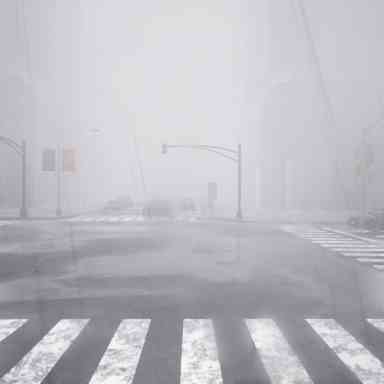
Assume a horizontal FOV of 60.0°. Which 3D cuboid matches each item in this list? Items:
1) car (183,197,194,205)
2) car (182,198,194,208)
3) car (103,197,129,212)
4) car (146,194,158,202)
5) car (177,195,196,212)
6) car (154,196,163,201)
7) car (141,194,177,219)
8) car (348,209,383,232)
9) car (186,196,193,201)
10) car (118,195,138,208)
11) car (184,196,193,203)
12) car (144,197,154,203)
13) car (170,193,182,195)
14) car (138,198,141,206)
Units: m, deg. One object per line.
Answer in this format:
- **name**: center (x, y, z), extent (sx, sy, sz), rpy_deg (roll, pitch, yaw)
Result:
- **car**: center (-0.650, 1.603, 60.728), extent (1.887, 1.381, 4.507), rpy_deg (0, 0, 0)
- **car**: center (-0.597, 1.614, 49.878), extent (1.802, 1.307, 4.206), rpy_deg (0, 0, 0)
- **car**: center (-9.070, 1.574, 38.990), extent (1.947, 1.339, 4.313), rpy_deg (0, 0, 0)
- **car**: center (-9.254, 1.417, 76.973), extent (2.192, 1.841, 5.009), rpy_deg (0, 0, 0)
- **car**: center (-0.545, 1.448, 39.029), extent (1.967, 1.590, 4.097), rpy_deg (0, 0, 0)
- **car**: center (-9.332, 1.696, 93.249), extent (1.887, 1.381, 4.507), rpy_deg (0, 0, 0)
- **car**: center (-3.004, 1.337, 29.069), extent (2.097, 1.767, 4.553), rpy_deg (0, 0, -14)
- **car**: center (12.176, 1.759, 20.995), extent (4.181, 1.385, 1.994), rpy_deg (1, 0, 1)
- **car**: center (-0.808, 1.696, 93.278), extent (1.887, 1.381, 4.507), rpy_deg (0, 0, 0)
- **car**: center (-9.097, 1.335, 44.417), extent (2.192, 1.841, 5.009), rpy_deg (0, 0, 0)
- **car**: center (-0.703, 1.613, 71.748), extent (1.752, 1.417, 4.829), rpy_deg (0, 0, 0)
- **car**: center (-9.227, 1.669, 71.546), extent (1.802, 1.307, 4.206), rpy_deg (0, 0, 0)
- **car**: center (-3.481, 1.559, 75.608), extent (1.837, 1.490, 4.892), rpy_deg (0, 0, 0)
- **car**: center (-9.147, 1.570, 55.098), extent (1.752, 1.417, 4.829), rpy_deg (0, 0, 0)
